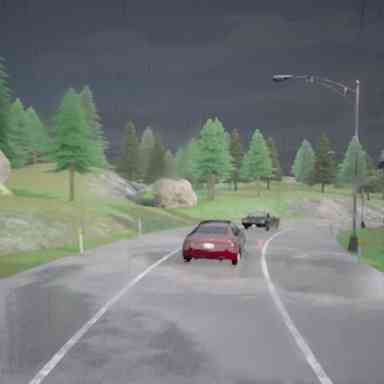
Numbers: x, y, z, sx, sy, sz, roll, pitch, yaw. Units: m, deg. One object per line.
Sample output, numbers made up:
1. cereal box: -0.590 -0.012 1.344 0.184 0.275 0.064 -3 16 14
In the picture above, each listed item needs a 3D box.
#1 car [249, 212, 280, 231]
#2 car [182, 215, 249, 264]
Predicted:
1. car: 5.381 2.181 25.414 1.895 1.301 4.718 1 -1 27
2. car: 0.974 1.751 12.762 1.994 1.385 4.181 1 -1 12
